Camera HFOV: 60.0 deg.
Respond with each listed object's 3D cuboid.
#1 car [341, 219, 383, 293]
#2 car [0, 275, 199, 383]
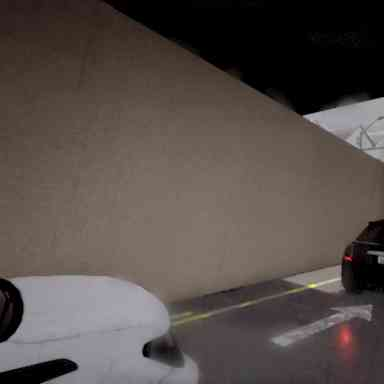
[{"bbox_3d":[5.489,1.357,7.680,4.553,1.767,2.097,0,0,-36],"label":"car"},{"bbox_3d":[-2.605,1.221,1.930,5.566,2.045,2.150,0,0,-35],"label":"car"}]
